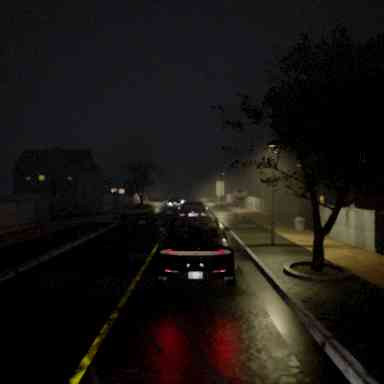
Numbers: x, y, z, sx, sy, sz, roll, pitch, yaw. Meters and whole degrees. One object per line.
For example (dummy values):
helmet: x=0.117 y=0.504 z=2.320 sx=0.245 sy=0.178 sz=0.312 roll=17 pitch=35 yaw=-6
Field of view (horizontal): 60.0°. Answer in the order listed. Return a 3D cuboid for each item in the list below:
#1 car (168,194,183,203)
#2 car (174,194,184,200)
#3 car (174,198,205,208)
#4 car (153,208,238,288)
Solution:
car: x=-2.834 y=1.130 z=54.101 sx=1.994 sy=1.385 sz=4.181 roll=0 pitch=0 yaw=0
car: x=-2.764 y=1.060 z=69.911 sx=1.895 sy=1.301 sz=4.718 roll=0 pitch=0 yaw=0
car: x=0.063 y=1.349 z=21.862 sx=2.033 sy=1.411 sz=5.357 roll=0 pitch=0 yaw=0
car: x=0.078 y=1.408 z=8.990 sx=2.128 sy=1.511 sz=4.902 roll=0 pitch=1 yaw=0
